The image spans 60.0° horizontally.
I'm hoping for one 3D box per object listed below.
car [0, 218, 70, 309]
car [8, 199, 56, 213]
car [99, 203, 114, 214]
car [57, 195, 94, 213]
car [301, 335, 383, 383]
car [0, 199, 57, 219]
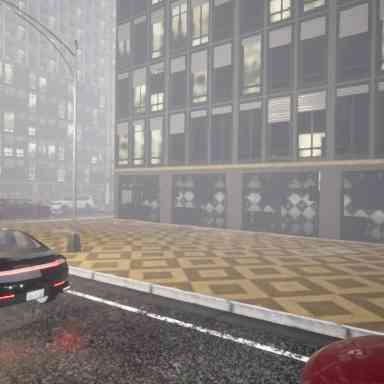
[{"bbox_3d":[-4.575,1.488,6.920,4.902,1.511,2.128,0,0,35],"label":"car"},{"bbox_3d":[-19.068,1.642,39.836,1.752,1.417,4.829,1,0,36],"label":"car"},{"bbox_3d":[-8.773,1.830,39.690,1.752,1.417,4.829,1,0,36],"label":"car"},{"bbox_3d":[-14.813,1.414,41.223,2.150,2.045,5.566,1,0,36],"label":"car"},{"bbox_3d":[2.912,1.526,1.619,4.674,1.442,1.812,0,0,35],"label":"car"},{"bbox_3d":[-15.554,1.519,30.467,2.192,1.841,5.009,1,0,36],"label":"car"}]
